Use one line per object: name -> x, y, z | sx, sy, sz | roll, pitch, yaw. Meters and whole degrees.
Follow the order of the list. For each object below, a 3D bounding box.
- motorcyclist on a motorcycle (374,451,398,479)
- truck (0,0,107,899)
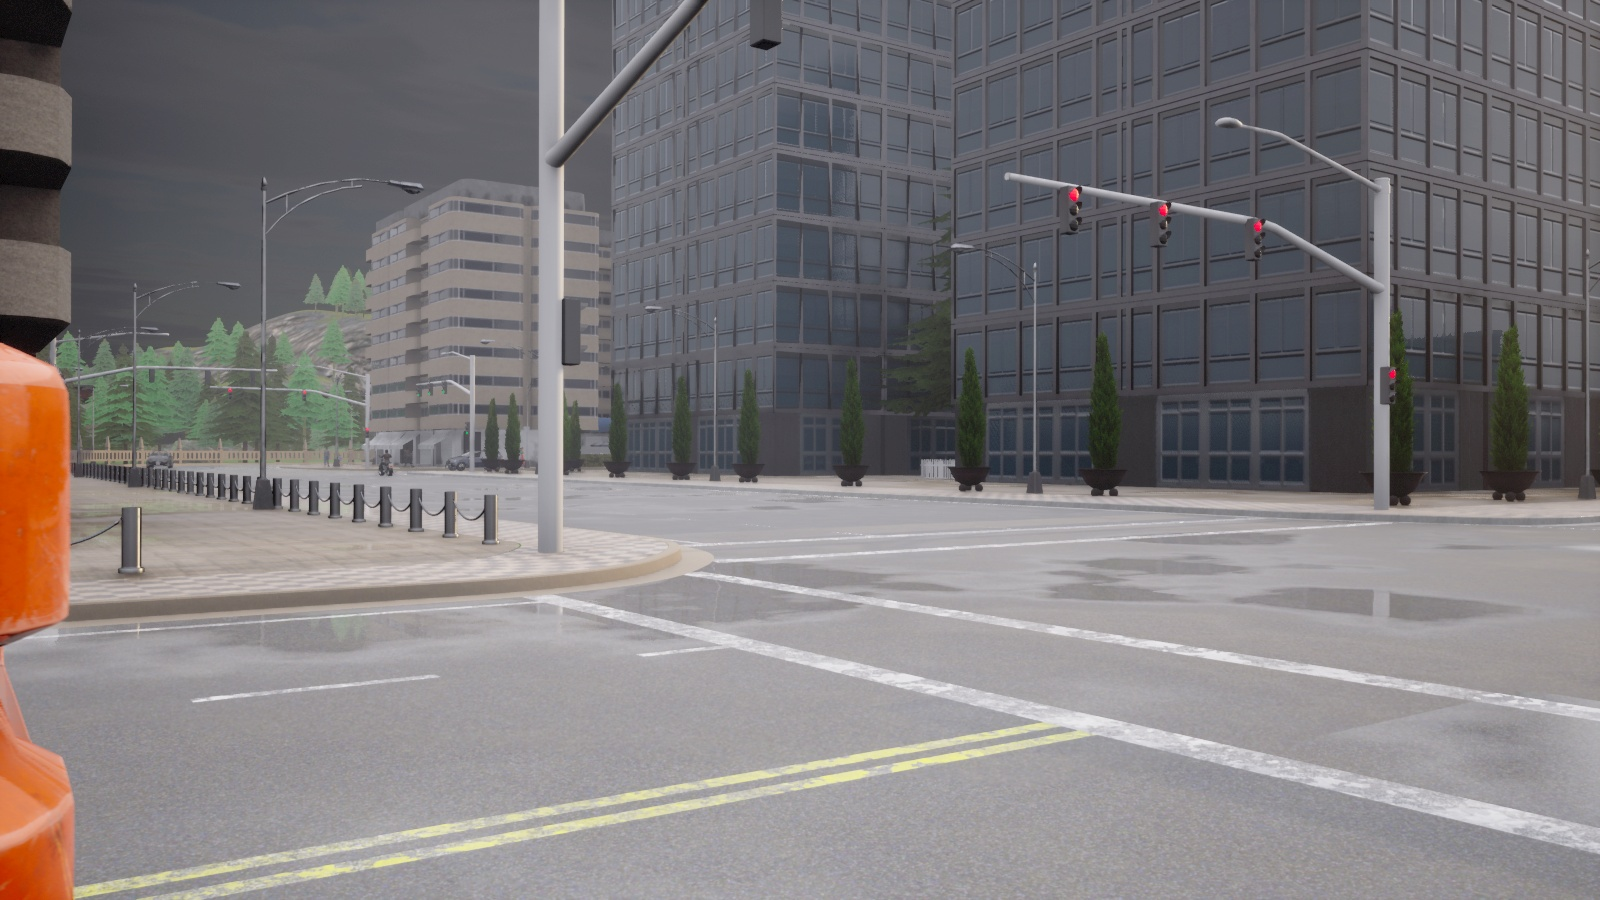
motorcyclist on a motorcycle -> -24.904, 0.882, 75.471 | 0.766, 1.649, 2.350 | 0, 0, -34
truck -> -4.841, -0.227, 0.300 | 7.936, 3.462, 2.891 | 0, 0, -35
